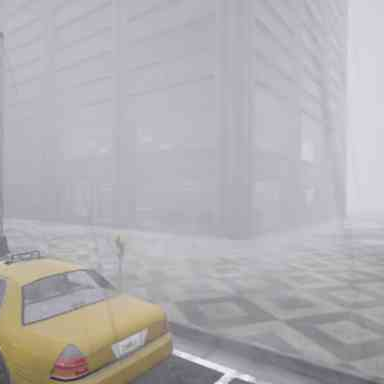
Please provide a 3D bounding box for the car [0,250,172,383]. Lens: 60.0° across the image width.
[{"bbox_3d":[-2.517,1.518,4.756,4.829,1.417,1.752,0,0,36],"label":"car"}]
